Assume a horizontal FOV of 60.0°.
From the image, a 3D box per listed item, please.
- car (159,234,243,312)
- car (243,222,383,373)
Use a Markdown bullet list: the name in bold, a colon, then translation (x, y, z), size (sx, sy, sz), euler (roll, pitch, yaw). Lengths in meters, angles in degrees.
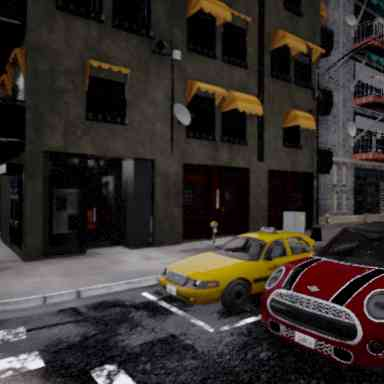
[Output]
- **car**: translation (1.579, 1.522, 7.678), size (4.829, 1.417, 1.752), euler (0, 1, -36)
- **car**: translation (3.293, 1.348, 5.696), size (4.553, 1.767, 2.097), euler (0, 0, -36)
